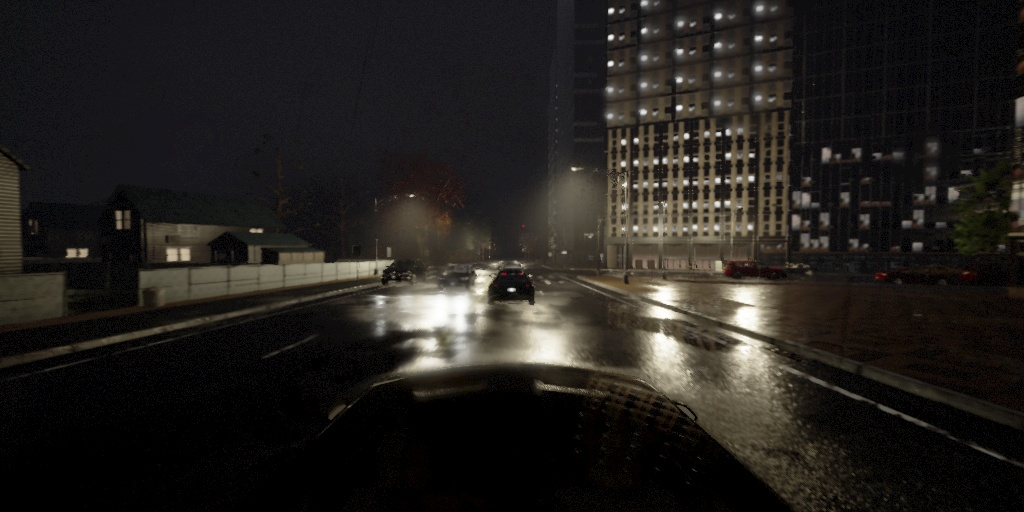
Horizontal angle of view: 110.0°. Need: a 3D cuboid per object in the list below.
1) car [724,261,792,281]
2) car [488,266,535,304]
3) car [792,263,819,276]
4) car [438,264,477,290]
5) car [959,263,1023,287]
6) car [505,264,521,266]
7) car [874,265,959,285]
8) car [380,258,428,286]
[{"bbox_3d":[23.007,1.396,34.136,5.009,1.841,2.192,0,0,20],"label":"car"},{"bbox_3d":[-0.012,1.309,16.220,1.994,1.385,4.181,0,0,0],"label":"car"},{"bbox_3d":[31.039,1.472,39.586,4.403,1.370,2.007,0,0,20],"label":"car"},{"bbox_3d":[-3.255,1.250,22.120,2.128,1.511,4.902,0,0,0],"label":"car"},{"bbox_3d":[38.977,1.533,28.292,5.009,1.841,2.192,0,0,20],"label":"car"},{"bbox_3d":[0.073,1.294,27.183,2.033,1.411,5.357,0,0,0],"label":"car"},{"bbox_3d":[33.654,1.718,30.240,4.507,1.381,1.888,0,0,20],"label":"car"},{"bbox_3d":[-6.505,0.900,22.115,1.837,1.490,4.892,0,0,0],"label":"car"}]
